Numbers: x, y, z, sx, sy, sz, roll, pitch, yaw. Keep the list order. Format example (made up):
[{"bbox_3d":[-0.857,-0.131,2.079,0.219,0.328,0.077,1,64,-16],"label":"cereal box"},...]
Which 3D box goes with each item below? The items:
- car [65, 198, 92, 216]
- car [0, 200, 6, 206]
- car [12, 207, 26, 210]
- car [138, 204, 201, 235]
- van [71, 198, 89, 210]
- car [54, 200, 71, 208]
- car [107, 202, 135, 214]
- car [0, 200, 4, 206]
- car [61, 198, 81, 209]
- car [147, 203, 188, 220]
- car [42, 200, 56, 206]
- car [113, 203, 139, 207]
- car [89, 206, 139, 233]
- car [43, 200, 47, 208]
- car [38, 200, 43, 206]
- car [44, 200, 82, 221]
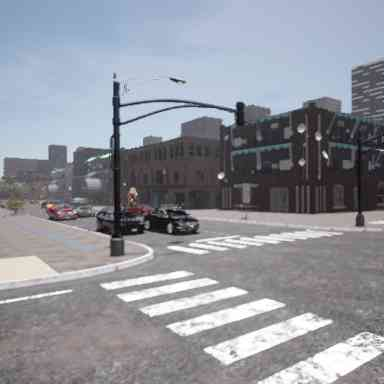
[{"bbox_3d":[-12.096,1.792,36.082,2.097,1.767,4.553,-1,0,-35],"label":"car"},{"bbox_3d":[-44.619,2.567,77.291,2.008,1.369,4.403,-1,0,-35],"label":"car"},{"bbox_3d":[-28.472,2.253,54.605,1.752,1.417,4.829,-1,0,-35],"label":"car"},{"bbox_3d":[-1.352,1.734,20.929,1.837,1.490,4.892,-1,0,-34],"label":"car"},{"bbox_3d":[-18.538,1.948,55.095,1.690,1.788,3.998,-1,0,-35],"label":"van"},{"bbox_3d":[-24.953,2.268,64.114,1.887,1.381,4.507,-1,0,-35],"label":"car"},{"bbox_3d":[-8.903,2.007,41.567,1.802,1.307,4.206,-1,0,-35],"label":"car"},{"bbox_3d":[-41.411,2.399,72.781,1.967,1.590,4.097,-1,0,-35],"label":"car"},{"bbox_3d":[-21.749,1.980,59.604,2.192,1.841,5.009,-1,0,-35],"label":"car"},{"bbox_3d":[-2.485,1.851,32.548,2.008,1.369,4.403,-1,0,-35],"label":"car"},{"bbox_3d":[-31.373,2.404,73.133,1.947,1.339,4.313,-1,0,-35],"label":"car"},{"bbox_3d":[-6.587,1.897,28.355,1.994,1.385,4.181,-1,0,-35],"label":"car"},{"bbox_3d":[-4.573,1.835,20.821,1.947,1.339,4.313,-1,0,-35],"label":"car"},{"bbox_3d":[-17.879,1.903,44.271,2.097,1.767,4.553,-1,0,-35],"label":"car"},{"bbox_3d":[-26.604,2.226,61.986,2.128,1.511,4.902,-1,0,-36],"label":"car"},{"bbox_3d":[-12.524,1.867,32.196,1.967,1.590,4.097,-1,0,-35],"label":"car"}]
